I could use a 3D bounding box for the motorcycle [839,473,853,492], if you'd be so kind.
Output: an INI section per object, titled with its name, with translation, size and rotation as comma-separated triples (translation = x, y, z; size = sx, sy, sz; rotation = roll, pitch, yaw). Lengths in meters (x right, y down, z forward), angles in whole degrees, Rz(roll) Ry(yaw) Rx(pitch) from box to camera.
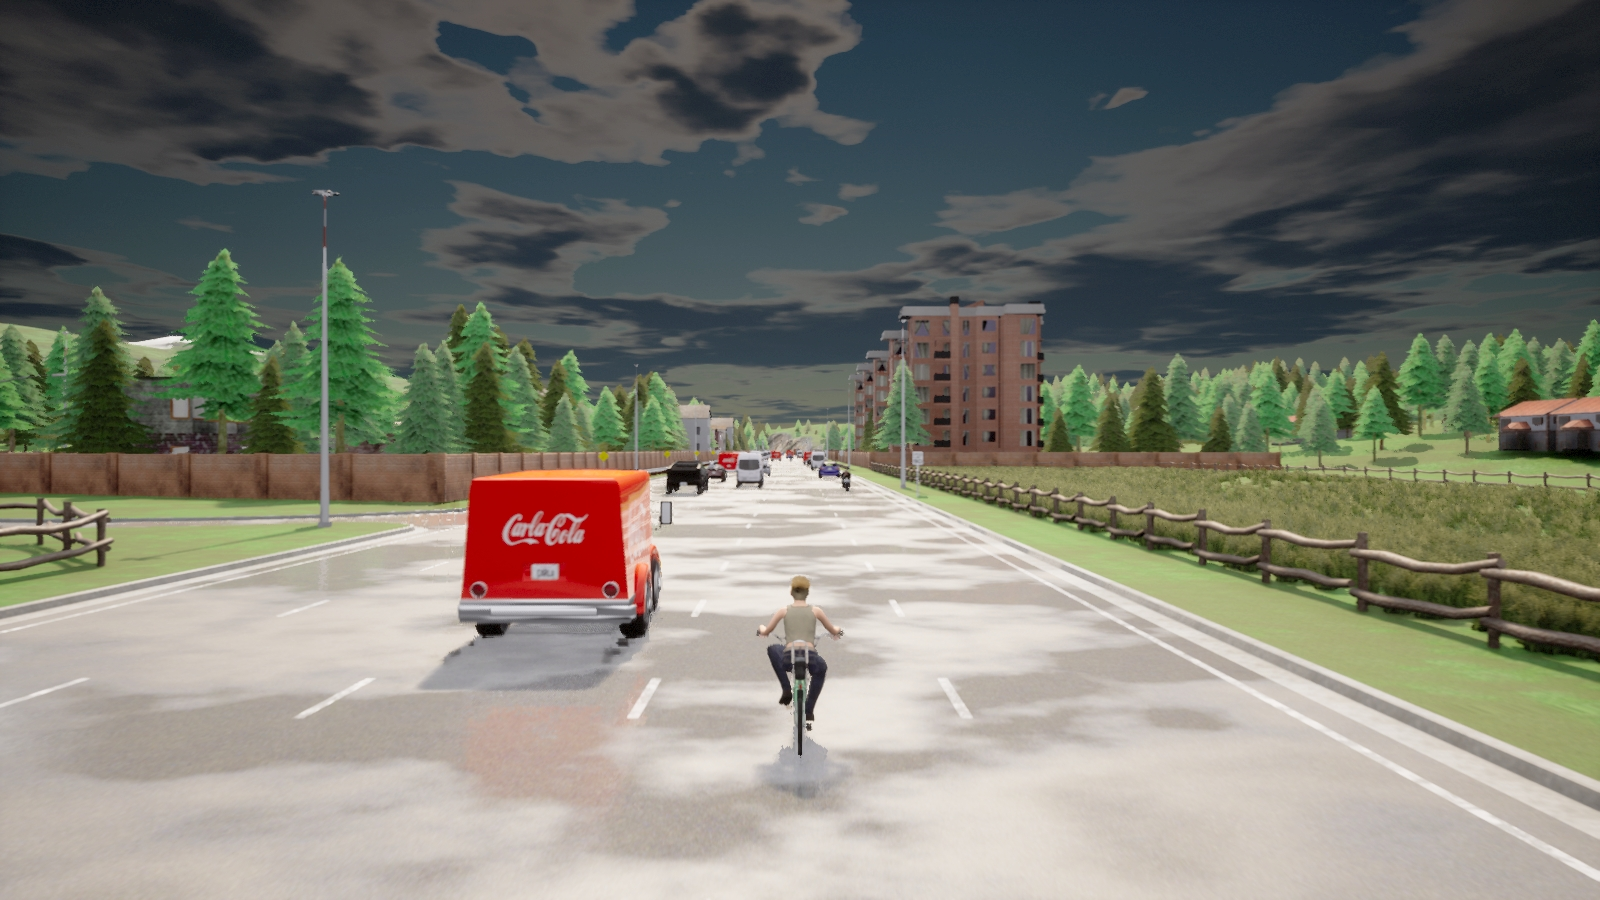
[motorcycle]
translation = 3.165, 2.205, 78.284
size = 0.867, 1.251, 2.209
rotation = 0, 0, 0

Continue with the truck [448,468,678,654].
[truck]
translation = -3.536, 1.570, 18.327
size = 2.627, 2.467, 5.204
rotation = 0, 0, 0

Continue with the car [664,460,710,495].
[car]
translation = -7.313, 1.754, 74.564
size = 2.390, 2.098, 6.274
rotation = 0, 0, 0

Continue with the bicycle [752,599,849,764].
[bicycle]
translation = -0.001, 2.158, 10.930
size = 0.859, 1.276, 1.487
rotation = 0, 0, 0
